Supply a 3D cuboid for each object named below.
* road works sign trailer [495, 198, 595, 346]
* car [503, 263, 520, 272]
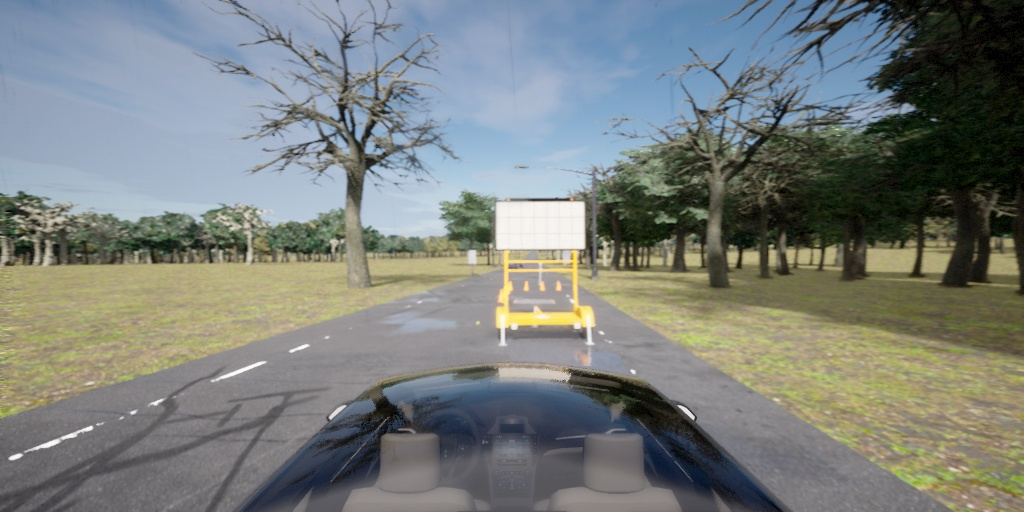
[{"bbox_3d":[0.761,0.260,9.601,2.380,3.560,2.880,0,0,-1],"label":"road works sign trailer"},{"bbox_3d":[-0.178,1.740,55.162,1.994,1.385,4.181,0,-1,4],"label":"car"}]
